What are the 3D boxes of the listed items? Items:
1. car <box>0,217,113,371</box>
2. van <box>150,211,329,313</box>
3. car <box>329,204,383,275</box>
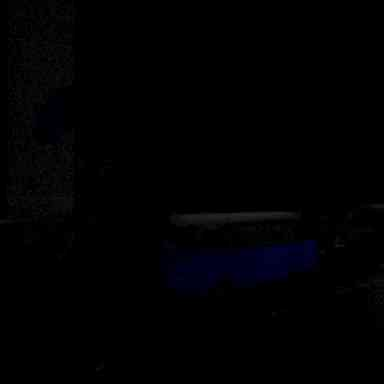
[{"bbox_3d":[-3.493,1.314,4.154,5.009,1.841,2.192,0,0,-36],"label":"car"},{"bbox_3d":[1.072,1.348,7.412,3.998,1.788,1.690,0,0,-36],"label":"van"},{"bbox_3d":[5.640,1.330,10.670,5.009,1.841,2.192,0,0,-36],"label":"car"}]
